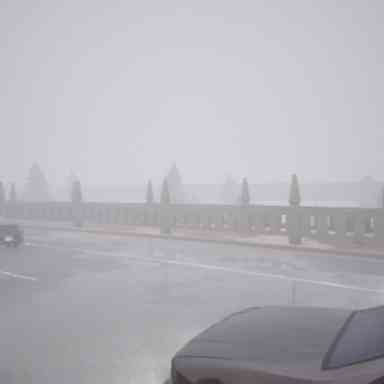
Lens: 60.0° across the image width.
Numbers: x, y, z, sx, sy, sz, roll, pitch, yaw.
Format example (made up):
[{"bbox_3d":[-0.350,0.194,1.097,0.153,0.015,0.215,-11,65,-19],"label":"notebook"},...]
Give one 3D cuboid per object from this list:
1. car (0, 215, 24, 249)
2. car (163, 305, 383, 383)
[{"bbox_3d":[-8.532,1.493,12.888,4.674,1.442,1.812,0,0,28],"label":"car"},{"bbox_3d":[2.331,1.531,2.251,5.357,1.411,2.033,0,0,35],"label":"car"}]
